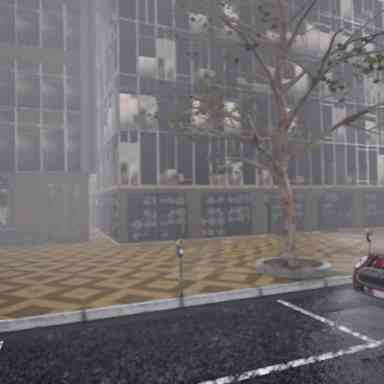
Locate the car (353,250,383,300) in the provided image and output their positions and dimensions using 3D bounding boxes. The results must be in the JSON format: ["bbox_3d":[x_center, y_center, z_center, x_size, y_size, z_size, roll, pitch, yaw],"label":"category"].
[{"bbox_3d":[5.739,1.596,7.680,4.097,1.590,1.967,0,-2,-22],"label":"car"}]
